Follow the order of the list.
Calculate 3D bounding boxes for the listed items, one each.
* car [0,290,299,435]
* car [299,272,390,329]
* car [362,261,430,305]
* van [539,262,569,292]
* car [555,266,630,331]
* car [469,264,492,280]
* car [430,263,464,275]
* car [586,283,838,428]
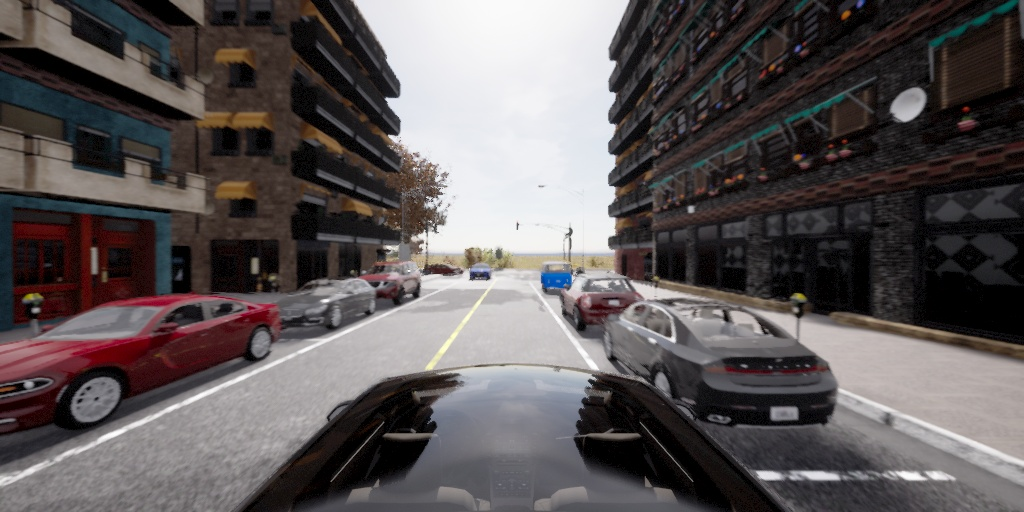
[{"bbox_3d":[-5.691,1.327,5.661,1.888,1.381,4.507,0,0,0],"label":"car"},{"bbox_3d":[-5.691,1.376,11.327,2.007,1.370,4.403,0,0,0],"label":"car"},{"bbox_3d":[-5.691,1.184,16.991,2.192,1.841,5.009,0,0,0],"label":"car"},{"bbox_3d":[2.689,1.253,22.704,1.690,1.789,3.998,0,0,0],"label":"van"},{"bbox_3d":[2.689,1.266,11.376,1.967,1.591,4.097,0,0,0],"label":"car"},{"bbox_3d":[-3.012,1.482,35.078,1.882,1.535,5.008,0,-1,0],"label":"car"},{"bbox_3d":[-8.535,1.684,45.258,5.008,1.535,1.882,0,0,-1],"label":"car"},{"bbox_3d":[2.690,1.332,5.711,2.007,1.370,4.403,0,0,0],"label":"car"}]
